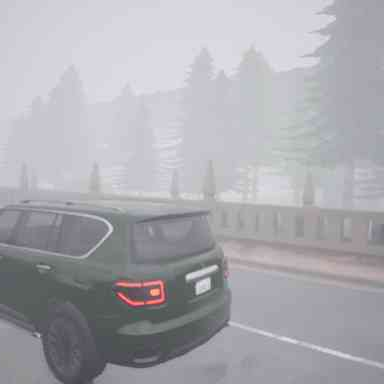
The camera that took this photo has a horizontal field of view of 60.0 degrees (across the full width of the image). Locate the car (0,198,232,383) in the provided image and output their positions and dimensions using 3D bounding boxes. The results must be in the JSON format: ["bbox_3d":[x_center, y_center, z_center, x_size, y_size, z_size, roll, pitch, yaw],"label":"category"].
[{"bbox_3d":[-2.051,1.112,5.457,5.566,2.045,2.150,2,1,36],"label":"car"}]
